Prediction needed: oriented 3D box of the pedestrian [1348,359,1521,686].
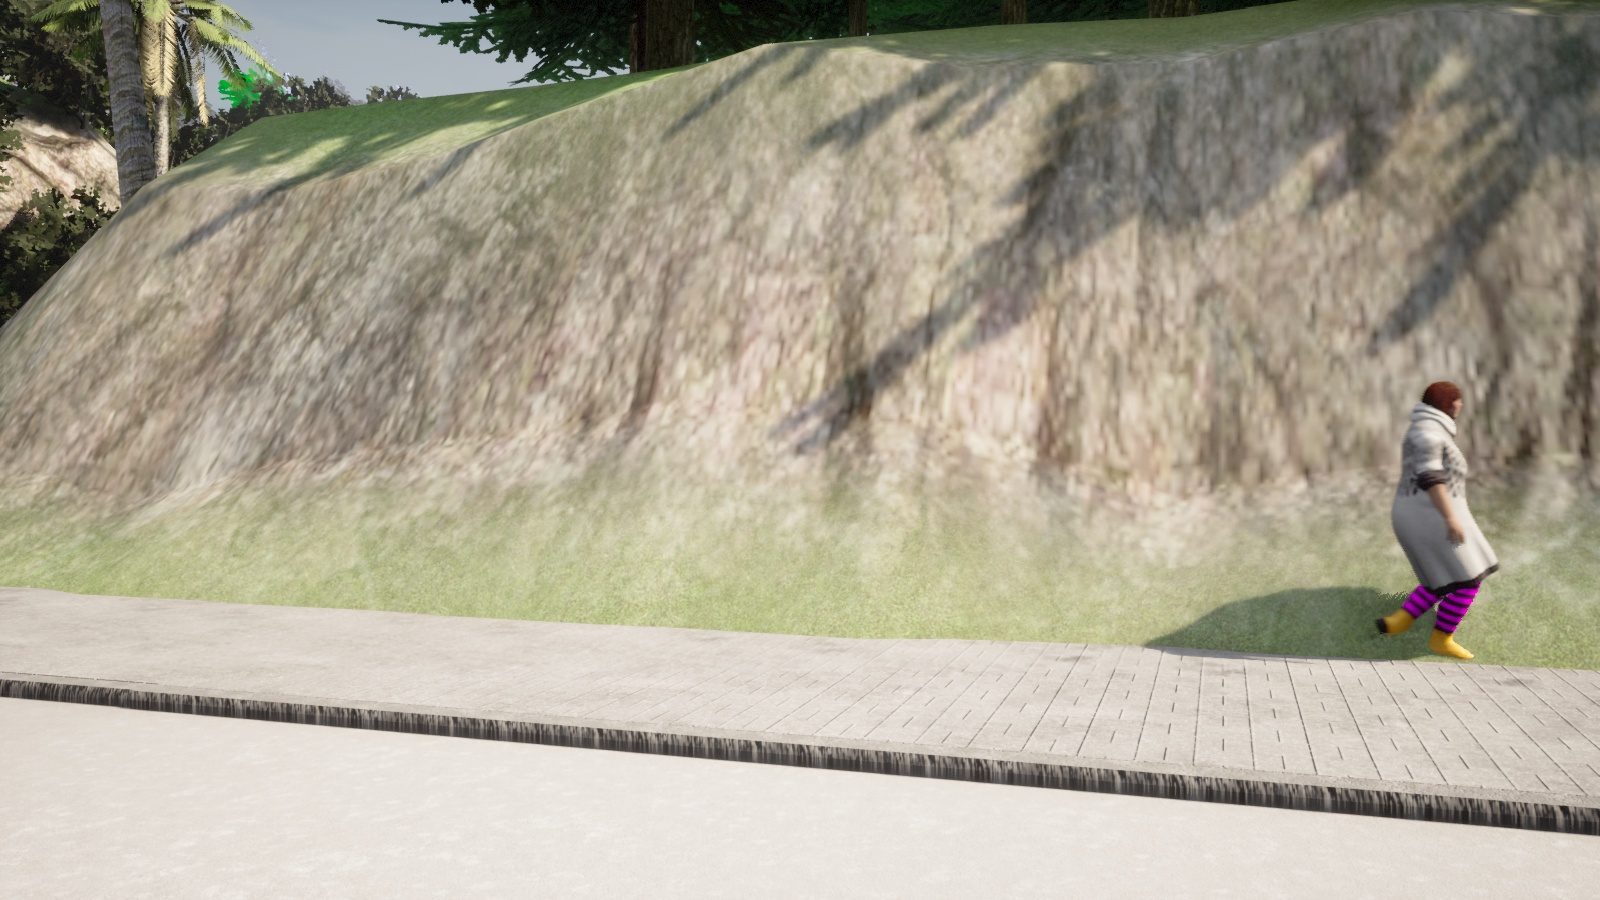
[{"bbox_3d":[3.980,0.424,7.942,0.873,1.952,0.659,1,1,19],"label":"pedestrian"}]
